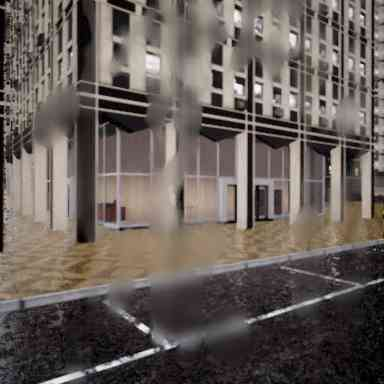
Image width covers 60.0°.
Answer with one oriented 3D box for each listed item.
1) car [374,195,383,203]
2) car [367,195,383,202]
[{"bbox_3d":[33.918,1.318,56.686,1.802,1.307,4.206,2,0,-36],"label":"car"},{"bbox_3d":[37.432,1.228,66.154,1.802,1.307,4.206,1,0,-36],"label":"car"}]
